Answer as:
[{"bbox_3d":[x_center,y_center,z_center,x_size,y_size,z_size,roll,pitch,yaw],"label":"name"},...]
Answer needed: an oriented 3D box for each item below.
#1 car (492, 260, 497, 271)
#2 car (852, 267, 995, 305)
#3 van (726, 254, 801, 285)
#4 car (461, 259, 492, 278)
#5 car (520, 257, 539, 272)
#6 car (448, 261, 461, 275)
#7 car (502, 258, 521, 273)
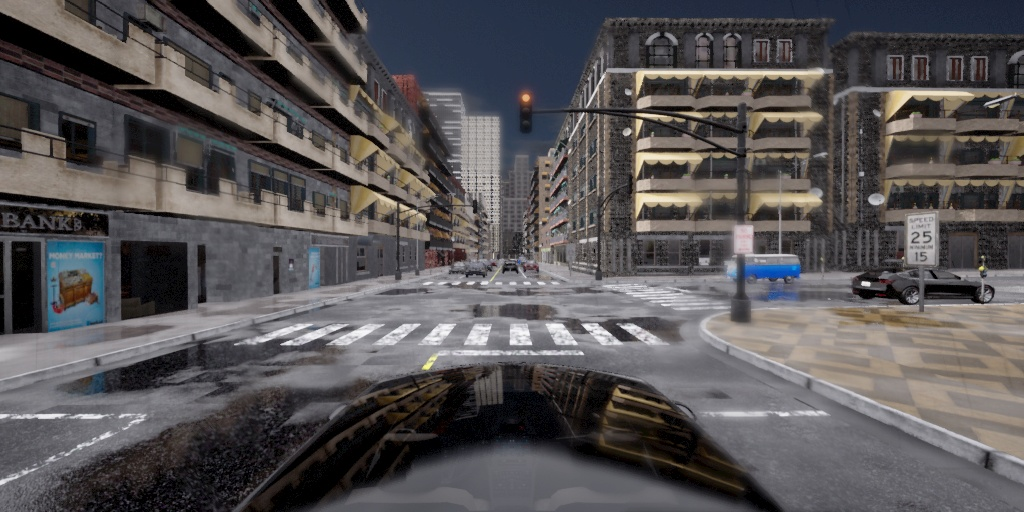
[{"bbox_3d":[-3.428,1.306,45.915,2.033,1.411,5.357,0,0,0],"label":"car"},{"bbox_3d":[15.686,1.077,13.836,4.313,1.339,1.948,0,0,-1],"label":"car"},{"bbox_3d":[15.505,0.783,22.214,3.998,1.789,1.690,0,0,-1],"label":"van"},{"bbox_3d":[-3.340,1.300,34.536,2.033,1.411,5.357,0,0,0],"label":"car"},{"bbox_3d":[2.364,1.198,45.522,1.967,1.591,4.097,0,0,0],"label":"car"},{"bbox_3d":[-5.975,1.305,39.937,2.007,1.370,4.403,0,0,0],"label":"car"},{"bbox_3d":[-0.206,1.262,43.263,1.837,1.490,4.892,0,0,0],"label":"car"}]
